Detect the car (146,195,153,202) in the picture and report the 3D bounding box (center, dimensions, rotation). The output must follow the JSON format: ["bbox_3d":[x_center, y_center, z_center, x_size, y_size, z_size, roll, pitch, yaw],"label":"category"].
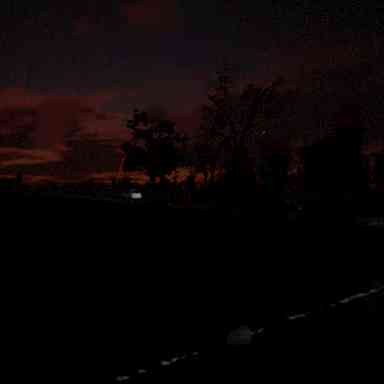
[{"bbox_3d":[-5.709,0.984,54.055,1.812,1.442,4.674,0,1,-34],"label":"car"}]

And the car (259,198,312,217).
[{"bbox_3d":[8.104,1.302,29.213,1.882,1.535,5.008,0,1,-35],"label":"car"}]

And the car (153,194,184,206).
[{"bbox_3d":[-3.013,1.179,45.144,1.895,1.301,4.718,0,1,-35],"label":"car"}]

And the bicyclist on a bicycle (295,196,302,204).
[{"bbox_3d":[11.222,1.230,35.193,1.656,1.620,0.582,0,1,-35],"label":"bicyclist on a bicycle"}]

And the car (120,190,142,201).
[{"bbox_3d":[-11.417,0.553,62.122,2.150,2.045,5.566,0,1,-35],"label":"car"}]
